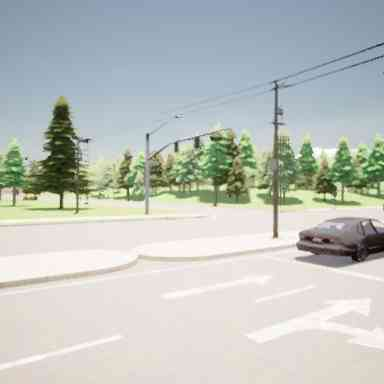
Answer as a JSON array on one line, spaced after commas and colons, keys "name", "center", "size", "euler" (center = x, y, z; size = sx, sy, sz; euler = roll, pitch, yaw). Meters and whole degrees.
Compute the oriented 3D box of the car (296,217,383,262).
[{"name": "car", "center": [6.184, 1.656, 12.538], "size": [5.357, 1.411, 2.033], "euler": [1, 0, -36]}]
